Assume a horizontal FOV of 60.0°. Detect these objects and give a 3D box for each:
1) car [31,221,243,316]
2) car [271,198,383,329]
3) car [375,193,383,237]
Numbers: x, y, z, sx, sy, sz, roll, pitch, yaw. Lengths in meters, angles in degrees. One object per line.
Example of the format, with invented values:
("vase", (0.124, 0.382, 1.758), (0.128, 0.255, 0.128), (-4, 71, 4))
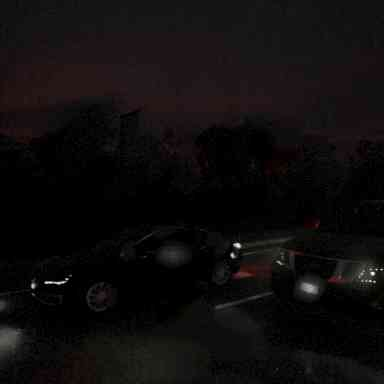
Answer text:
("car", (-0.981, 1.487, 7.606), (4.892, 1.490, 1.837), (0, 0, -36))
("car", (4.103, 1.164, 6.963), (5.566, 2.045, 2.150), (-1, 0, -36))
("car", (11.702, 1.066, 16.740), (5.566, 2.045, 2.150), (0, 0, -36))
